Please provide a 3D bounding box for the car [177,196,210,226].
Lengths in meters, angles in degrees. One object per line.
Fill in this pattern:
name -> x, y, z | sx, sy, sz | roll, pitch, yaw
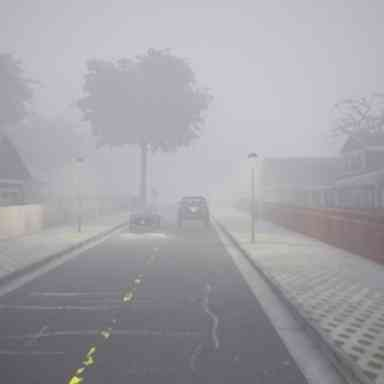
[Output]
car -> 0.104, 1.264, 24.017 | 2.150, 2.045, 5.566 | 0, 0, 0

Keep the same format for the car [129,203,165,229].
car -> -2.855, 1.513, 21.896 | 1.882, 1.535, 5.008 | 0, 0, 0

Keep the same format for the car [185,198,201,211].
car -> 0.108, 1.559, 42.795 | 1.882, 1.535, 5.008 | 0, 0, 0
